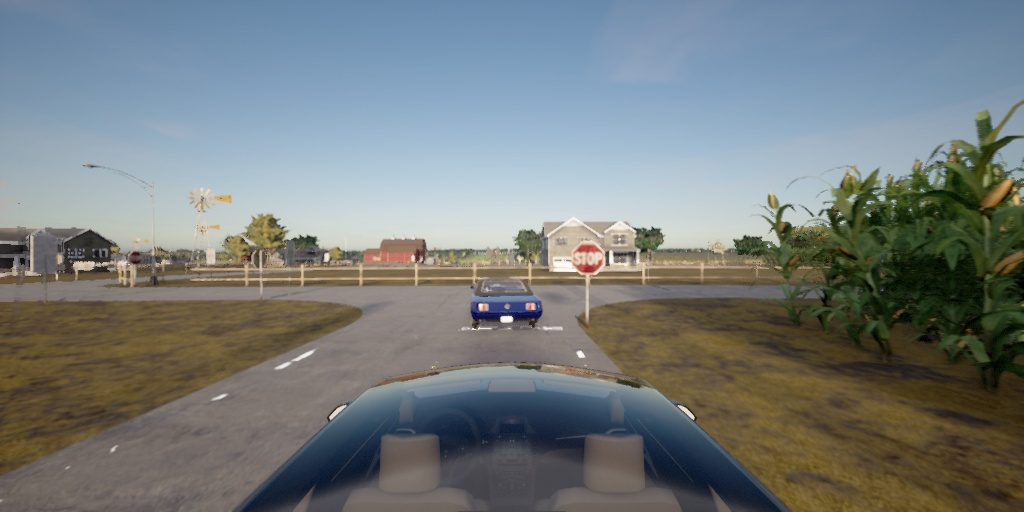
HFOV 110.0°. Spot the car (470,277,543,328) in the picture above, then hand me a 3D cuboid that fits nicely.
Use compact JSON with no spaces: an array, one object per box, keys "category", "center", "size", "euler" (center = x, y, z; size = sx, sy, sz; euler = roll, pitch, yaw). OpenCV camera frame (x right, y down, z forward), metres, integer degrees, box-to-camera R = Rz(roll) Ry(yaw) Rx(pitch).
[{"category":"car","center":[-0.384,1.322,11.351],"size":[1.895,1.301,4.718],"euler":[0,0,-7]}]
